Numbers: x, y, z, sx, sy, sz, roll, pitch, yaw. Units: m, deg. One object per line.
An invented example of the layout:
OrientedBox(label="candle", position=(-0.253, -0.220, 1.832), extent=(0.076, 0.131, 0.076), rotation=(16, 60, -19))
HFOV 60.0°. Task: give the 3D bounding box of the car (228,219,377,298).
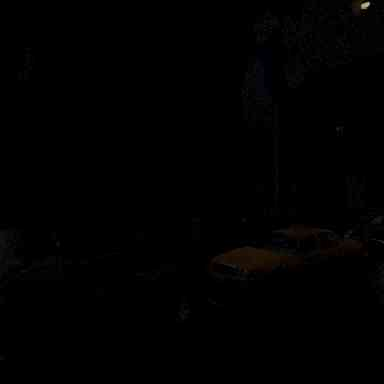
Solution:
OrientedBox(label="car", position=(2.549, 1.526, 8.481), extent=(4.829, 1.417, 1.752), rotation=(0, 0, -36))

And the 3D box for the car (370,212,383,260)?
OrientedBox(label="car", position=(7.109, 1.441, 11.745), extent=(4.097, 1.590, 1.967), rotation=(0, 0, -36))

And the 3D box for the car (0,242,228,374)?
OrientedBox(label="car", position=(-1.734, 1.566, 5.414), extent=(4.313, 1.339, 1.947), rotation=(0, 0, -36))
